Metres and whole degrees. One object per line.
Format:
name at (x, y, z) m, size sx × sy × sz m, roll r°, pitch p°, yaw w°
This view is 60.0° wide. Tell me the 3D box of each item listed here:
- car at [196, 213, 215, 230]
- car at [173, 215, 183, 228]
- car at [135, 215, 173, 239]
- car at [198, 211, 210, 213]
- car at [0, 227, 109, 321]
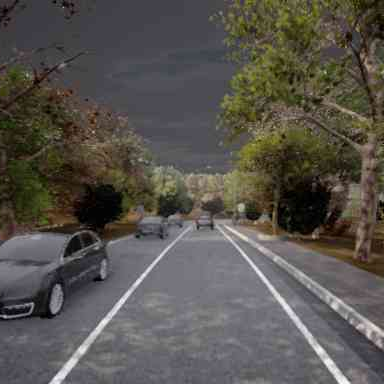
car at (1.432, 3.317, 36.601) m, size 2.128 × 1.511 × 4.902 m, roll 0°, pitch -4°, yaw 2°
car at (-2.056, 3.516, 39.968) m, size 1.837 × 1.490 × 4.892 m, roll 0°, pitch -4°, yaw 3°
car at (-2.734, 2.454, 23.466) m, size 1.837 × 1.490 × 4.892 m, roll 0°, pitch -4°, yaw 3°
car at (1.779, 3.718, 46.997) m, size 2.150 × 2.045 × 5.566 m, roll 0°, pitch -4°, yaw 4°
car at (-3.358, 1.643, 7.743) m, size 1.837 × 1.490 × 4.892 m, roll 0°, pitch -2°, yaw 3°
